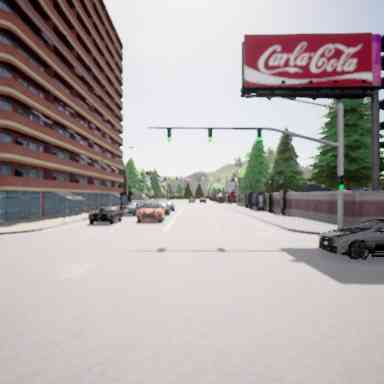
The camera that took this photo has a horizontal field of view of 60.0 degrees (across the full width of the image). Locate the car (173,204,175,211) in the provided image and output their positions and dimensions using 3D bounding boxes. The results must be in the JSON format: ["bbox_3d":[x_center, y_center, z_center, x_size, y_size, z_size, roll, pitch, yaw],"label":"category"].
[{"bbox_3d":[-3.565,2.144,49.019,1.994,1.385,4.181,0,-1,0],"label":"car"}]

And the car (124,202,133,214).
[{"bbox_3d":[-7.090,1.944,38.223,2.128,1.511,4.902,0,-1,0],"label":"car"}]

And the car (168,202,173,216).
[{"bbox_3d":[-3.587,2.024,38.876,1.994,1.385,4.181,0,-1,0],"label":"car"}]

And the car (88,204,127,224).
[{"bbox_3d":[-7.095,1.930,27.768,1.895,1.301,4.718,0,-1,0],"label":"car"}]

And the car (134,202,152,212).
[{"bbox_3d":[-7.067,2.138,48.505,1.994,1.385,4.181,0,-1,0],"label":"car"}]

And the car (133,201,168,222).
[{"bbox_3d":[-3.594,1.703,29.621,2.097,1.767,4.553,0,-1,0],"label":"car"}]

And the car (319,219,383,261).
[{"bbox_3d":[6.996,1.715,12.383,4.181,1.385,1.994,0,-1,0],"label":"car"}]
